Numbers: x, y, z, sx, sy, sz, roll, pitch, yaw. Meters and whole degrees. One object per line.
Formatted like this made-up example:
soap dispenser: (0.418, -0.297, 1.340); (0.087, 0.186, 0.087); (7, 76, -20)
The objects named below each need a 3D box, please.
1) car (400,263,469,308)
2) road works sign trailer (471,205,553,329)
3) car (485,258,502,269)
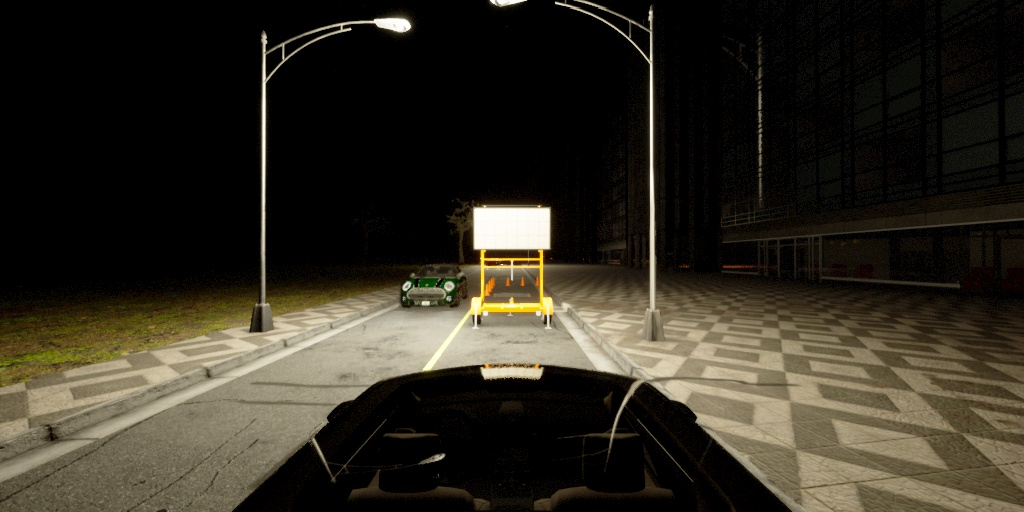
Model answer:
car: (-3.098, 1.105, 15.119); (2.097, 1.767, 4.553); (0, 0, 0)
road works sign trailer: (0.001, 0.216, 11.229); (2.380, 3.560, 2.880); (0, 0, 0)
car: (-3.081, 1.120, 57.209); (2.097, 1.767, 4.553); (0, 0, 0)
